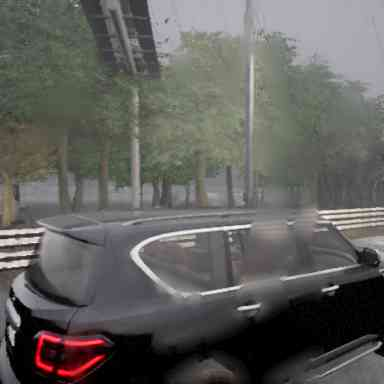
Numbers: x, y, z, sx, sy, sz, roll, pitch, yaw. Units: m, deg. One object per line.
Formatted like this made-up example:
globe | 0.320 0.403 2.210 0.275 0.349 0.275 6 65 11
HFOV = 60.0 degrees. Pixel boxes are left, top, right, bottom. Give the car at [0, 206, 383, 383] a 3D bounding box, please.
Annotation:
car | 0.744 1.207 4.227 5.566 2.045 2.150 0 0 -35
